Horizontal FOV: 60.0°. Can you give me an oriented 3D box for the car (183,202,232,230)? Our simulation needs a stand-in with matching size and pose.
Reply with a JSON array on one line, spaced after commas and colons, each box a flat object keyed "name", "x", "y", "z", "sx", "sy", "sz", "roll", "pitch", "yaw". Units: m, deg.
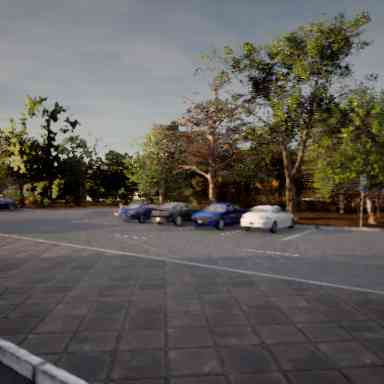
[{"name": "car", "x": 1.898, "y": 1.459, "z": 21.201, "sx": 2.097, "sy": 1.535, "sz": 5.008, "roll": 0, "pitch": 0, "yaw": 36}]

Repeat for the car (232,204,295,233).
[{"name": "car", "x": 4.455, "y": 1.499, "z": 19.363, "sx": 2.002, "sy": 1.452, "sz": 4.674, "roll": 0, "pitch": 0, "yaw": 36}]

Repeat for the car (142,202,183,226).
[{"name": "car", "x": -0.772, "y": 1.462, "z": 23.095, "sx": 2.231, "sy": 1.521, "sz": 4.892, "roll": 0, "pitch": 0, "yaw": 36}]

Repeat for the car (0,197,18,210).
[{"name": "car", "x": -23.214, "y": 1.343, "z": 39.182, "sx": 2.185, "sy": 1.767, "sz": 4.553, "roll": 0, "pitch": 0, "yaw": 35}]

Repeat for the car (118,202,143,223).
[{"name": "car", "x": -3.435, "y": 1.501, "z": 25.002, "sx": 2.002, "sy": 1.452, "sz": 4.674, "roll": 0, "pitch": 0, "yaw": 36}]
